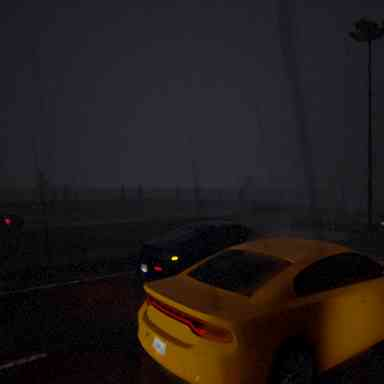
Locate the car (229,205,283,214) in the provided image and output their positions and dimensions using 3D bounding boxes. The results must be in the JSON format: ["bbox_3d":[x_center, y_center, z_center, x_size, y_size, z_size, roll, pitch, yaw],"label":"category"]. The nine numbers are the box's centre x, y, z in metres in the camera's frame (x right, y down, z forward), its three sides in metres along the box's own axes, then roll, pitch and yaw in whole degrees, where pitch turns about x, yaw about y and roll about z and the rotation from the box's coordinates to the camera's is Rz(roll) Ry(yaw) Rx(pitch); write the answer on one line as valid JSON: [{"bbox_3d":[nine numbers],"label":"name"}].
[{"bbox_3d":[3.709,1.447,19.494,4.181,1.385,1.994,0,0,-35],"label":"car"}]

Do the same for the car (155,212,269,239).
[{"bbox_3d":[0.828,1.476,8.636,4.674,1.442,1.812,-1,0,-35],"label":"car"}]

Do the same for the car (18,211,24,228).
[{"bbox_3d":[-11.511,1.474,17.268,5.008,1.535,1.882,-1,0,-35],"label":"car"}]

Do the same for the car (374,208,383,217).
[{"bbox_3d":[23.260,2.507,37.647,4.902,1.511,2.128,8,-4,-35],"label":"car"}]

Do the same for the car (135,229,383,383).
[{"bbox_3d":[1.674,1.441,4.939,5.008,1.535,1.882,-1,0,-35],"label":"car"}]

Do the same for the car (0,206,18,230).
[{"bbox_3d":[-10.131,1.355,13.952,4.553,1.767,2.097,-1,0,-35],"label":"car"}]

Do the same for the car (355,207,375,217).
[{"bbox_3d":[22.056,2.535,41.087,5.008,1.535,1.882,8,-5,-35],"label":"car"}]
